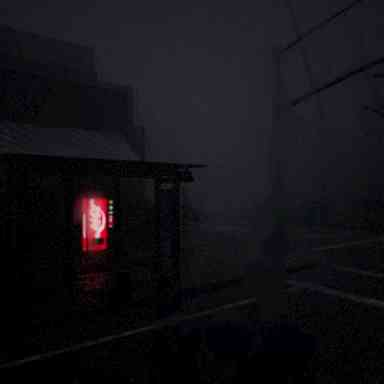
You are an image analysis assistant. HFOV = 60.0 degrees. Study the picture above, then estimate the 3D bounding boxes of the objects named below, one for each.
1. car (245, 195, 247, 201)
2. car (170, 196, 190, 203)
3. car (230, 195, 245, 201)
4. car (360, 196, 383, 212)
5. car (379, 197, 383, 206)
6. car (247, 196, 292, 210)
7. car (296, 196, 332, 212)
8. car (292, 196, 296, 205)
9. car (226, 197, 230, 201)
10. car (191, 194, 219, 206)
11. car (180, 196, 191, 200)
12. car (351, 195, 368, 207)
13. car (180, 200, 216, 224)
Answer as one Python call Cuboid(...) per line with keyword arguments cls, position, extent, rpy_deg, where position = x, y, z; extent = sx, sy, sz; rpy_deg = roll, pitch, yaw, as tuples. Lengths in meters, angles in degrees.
Cuboid(cls="car", position=(13.373, 1.534, 68.483), extent=(3.633, 1.501, 1.845), rpy_deg=(0, 0, -36))
Cuboid(cls="car", position=(-2.548, 1.594, 71.822), extent=(3.806, 1.475, 1.970), rpy_deg=(0, 0, -36))
Cuboid(cls="car", position=(12.705, 1.548, 82.582), extent=(5.027, 1.636, 2.152), rpy_deg=(0, 0, -36))
Cuboid(cls="car", position=(21.756, 1.507, 38.327), extent=(4.514, 1.523, 2.007), rpy_deg=(0, 0, -36))
Cuboid(cls="car", position=(32.713, 1.578, 54.775), extent=(3.806, 1.475, 1.970), rpy_deg=(0, 0, -36))
Cuboid(cls="car", position=(9.890, 1.360, 42.221), extent=(5.027, 1.636, 2.152), rpy_deg=(0, 0, -36))
Cuboid(cls="car", position=(13.893, 1.438, 37.195), extent=(3.806, 1.475, 1.970), rpy_deg=(0, 0, -36))
Cuboid(cls="car", position=(19.163, 1.512, 60.339), extent=(4.514, 1.523, 2.007), rpy_deg=(0, 0, -36))
Cuboid(cls="car", position=(10.834, 1.558, 85.100), extent=(4.514, 1.523, 2.007), rpy_deg=(0, 0, -36))
Cuboid(cls="car", position=(2.433, 1.283, 52.617), extent=(3.866, 1.878, 1.905), rpy_deg=(0, 0, -36))
Cuboid(cls="car", position=(0.405, 1.304, 54.738), extent=(4.605, 1.855, 1.932), rpy_deg=(0, 0, -36))
Cuboid(cls="car", position=(25.845, 1.311, 49.802), extent=(4.605, 1.855, 1.932), rpy_deg=(0, 0, -36))
Cuboid(cls="car", position=(-0.704, 1.674, 26.509), extent=(2.128, 1.511, 4.902), rpy_deg=(0, 0, -36))
